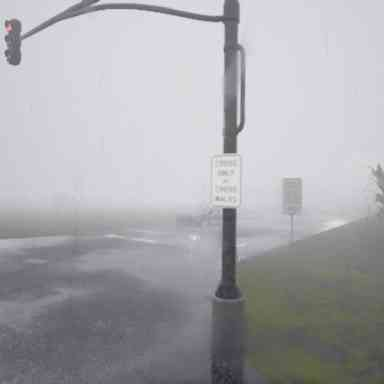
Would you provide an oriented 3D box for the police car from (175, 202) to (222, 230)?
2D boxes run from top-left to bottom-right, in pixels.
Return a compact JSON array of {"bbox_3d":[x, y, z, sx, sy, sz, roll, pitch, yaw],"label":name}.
[{"bbox_3d":[0.877,1.504,21.928,1.930,1.638,5.238,1,0,36],"label":"police car"}]
